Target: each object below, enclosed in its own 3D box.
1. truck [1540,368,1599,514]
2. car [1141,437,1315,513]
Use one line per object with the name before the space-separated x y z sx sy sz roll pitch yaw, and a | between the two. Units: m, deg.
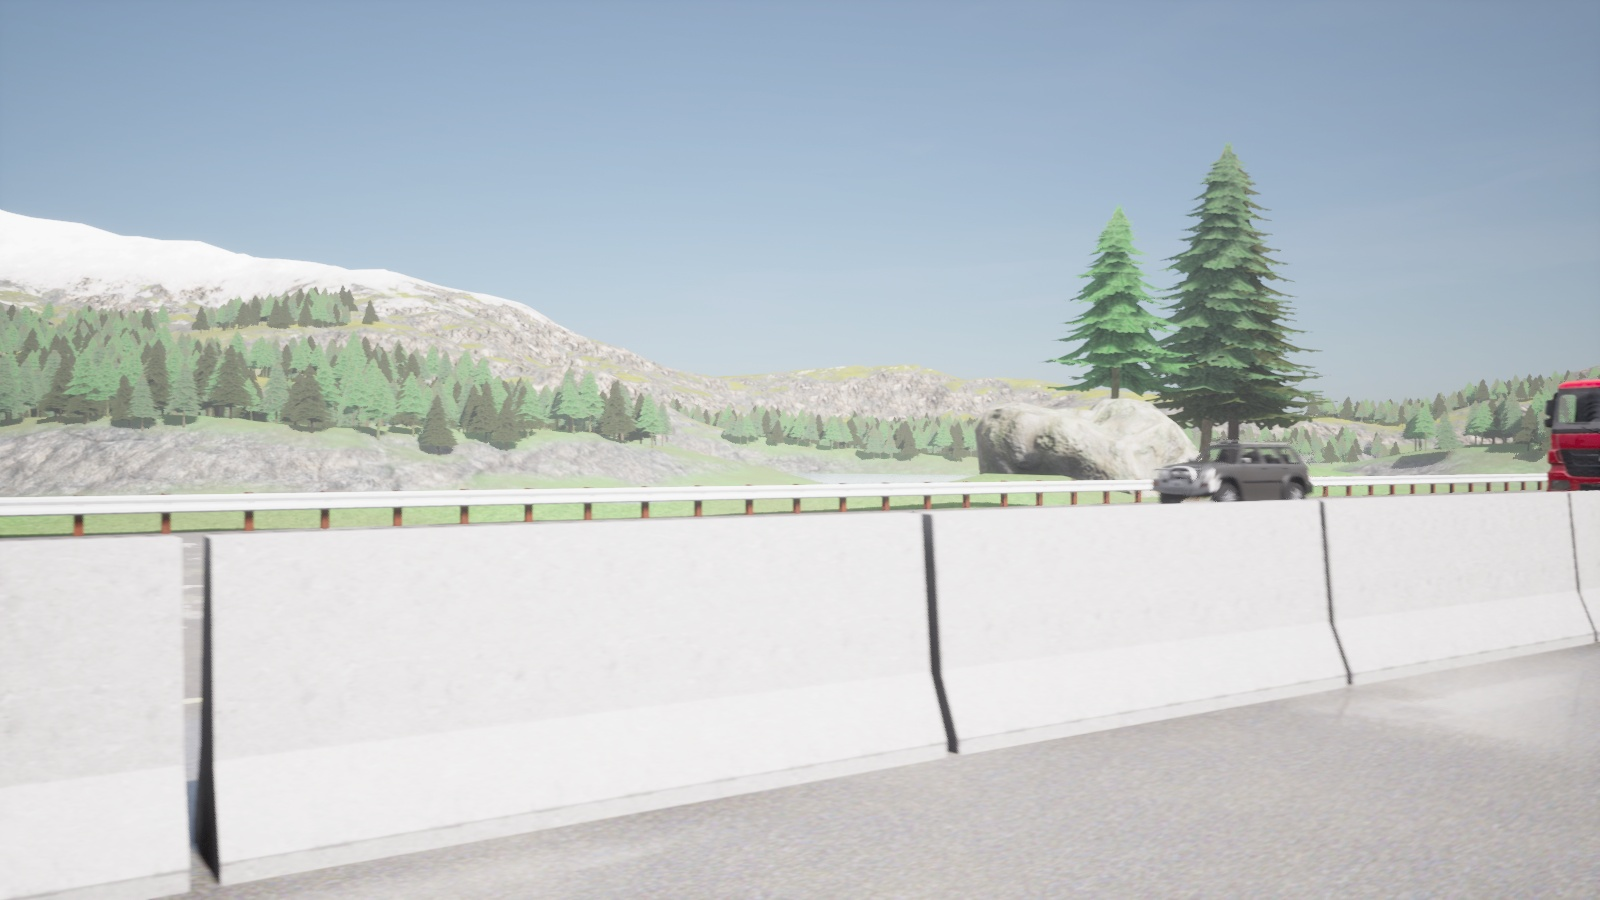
truck | 22.295 -0.206 31.969 7.936 3.462 2.891 0 0 -35
car | 11.207 0.618 32.779 4.605 1.855 1.932 0 0 -35
